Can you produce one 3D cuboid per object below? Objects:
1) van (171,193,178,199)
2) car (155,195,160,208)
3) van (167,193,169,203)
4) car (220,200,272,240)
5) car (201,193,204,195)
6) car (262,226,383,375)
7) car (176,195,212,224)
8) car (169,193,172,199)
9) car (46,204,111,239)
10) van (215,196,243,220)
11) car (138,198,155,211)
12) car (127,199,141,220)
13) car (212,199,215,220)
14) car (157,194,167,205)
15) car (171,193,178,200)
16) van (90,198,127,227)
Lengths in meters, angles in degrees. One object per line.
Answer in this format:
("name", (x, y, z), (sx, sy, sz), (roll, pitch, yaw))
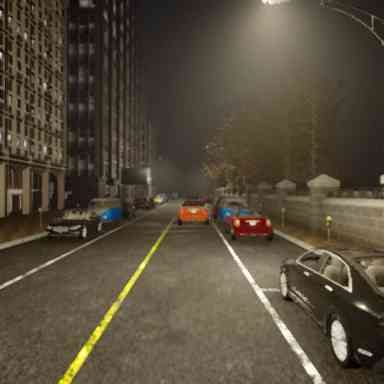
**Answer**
("van", (-4.999, 1.099, 93.951), (1.690, 1.788, 3.998), (1, 0, 2))
("car", (-5.827, 1.490, 44.715), (1.947, 1.339, 4.313), (0, 0, 0))
("van", (-5.679, 1.219, 61.394), (1.690, 1.788, 3.998), (1, 0, 0))
("car", (2.697, 1.421, 16.647), (1.967, 1.590, 4.097), (0, 0, 0))
("car", (0.103, 1.285, 40.850), (2.097, 1.767, 4.553), (0, 0, 0))
("car", (2.696, 1.545, 5.526), (2.008, 1.369, 4.403), (0, 0, 0))
("car", (0.102, 1.321, 24.367), (2.097, 1.767, 4.553), (0, 0, 0))
("car", (-5.650, 1.427, 66.937), (1.947, 1.339, 4.313), (1, 0, 1))
("car", (-5.828, 1.531, 16.911), (2.008, 1.369, 4.403), (0, 0, 0))
("van", (2.699, 1.313, 22.206), (1.690, 1.788, 3.998), (0, 0, 0))
("car", (-5.826, 1.378, 39.154), (1.967, 1.590, 4.097), (0, 0, 0))
("car", (-5.828, 1.528, 28.033), (1.947, 1.339, 4.313), (0, 0, 0))
("car", (2.699, 1.277, 27.766), (2.192, 1.841, 5.009), (0, 0, 0))
("car", (-5.690, 1.420, 55.665), (1.752, 1.417, 4.829), (0, 0, 0))
("car", (-5.289, 1.118, 83.005), (2.192, 1.841, 5.009), (1, 0, 2))
("van", (-5.826, 1.313, 22.472), (1.690, 1.788, 3.998), (0, 0, 0))
